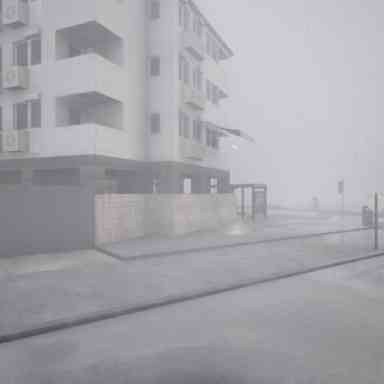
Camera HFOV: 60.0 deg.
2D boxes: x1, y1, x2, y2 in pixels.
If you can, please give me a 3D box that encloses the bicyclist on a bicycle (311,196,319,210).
[{"bbox_3d":[14.628,1.332,39.528,1.656,1.620,0.582,0,0,-35],"label":"bicyclist on a bicycle"}]
